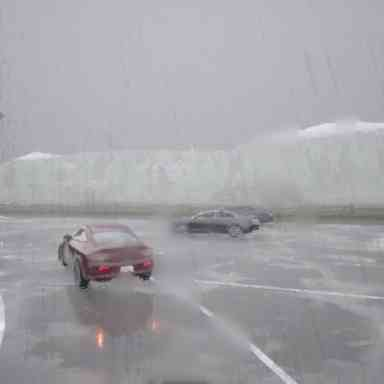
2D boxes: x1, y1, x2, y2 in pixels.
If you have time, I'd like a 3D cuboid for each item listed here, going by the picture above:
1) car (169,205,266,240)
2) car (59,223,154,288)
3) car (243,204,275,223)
[{"bbox_3d":[1.187,1.636,17.764,4.902,1.511,2.128,-1,-1,21],"label":"car"},{"bbox_3d":[-2.603,1.629,9.625,1.812,1.442,4.674,0,-1,-29],"label":"car"},{"bbox_3d":[3.555,1.688,24.354,4.892,1.490,1.837,-1,-1,21],"label":"car"}]
